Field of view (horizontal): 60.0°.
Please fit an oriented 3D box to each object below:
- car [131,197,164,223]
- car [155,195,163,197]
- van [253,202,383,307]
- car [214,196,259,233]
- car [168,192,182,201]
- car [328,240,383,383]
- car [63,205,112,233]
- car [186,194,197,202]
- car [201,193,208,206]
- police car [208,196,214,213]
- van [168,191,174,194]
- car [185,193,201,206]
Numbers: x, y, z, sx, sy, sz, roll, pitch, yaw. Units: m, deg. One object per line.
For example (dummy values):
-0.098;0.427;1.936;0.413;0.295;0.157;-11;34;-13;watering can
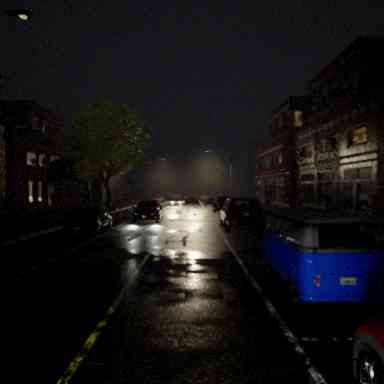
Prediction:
-3.111;1.324;23.767;1.837;1.490;4.892;0;0;0;car
-5.720;1.147;57.454;1.802;1.307;4.206;0;0;0;car
2.682;1.283;7.561;1.690;1.788;3.998;-1;0;0;van
2.676;1.173;18.649;2.192;1.841;5.009;-1;0;0;car
-3.040;1.104;65.300;1.895;1.301;4.718;0;0;0;car
2.685;1.424;2.018;1.967;1.590;4.097;-1;0;0;car
-5.702;1.424;18.647;1.947;1.339;4.313;-1;0;0;car
-0.030;1.079;64.109;1.994;1.385;4.181;0;0;0;car
2.665;1.194;46.370;1.887;1.381;4.507;-1;0;0;car
2.983;1.173;33.340;1.930;1.638;5.238;0;0;0;police car
-5.737;0.652;90.715;1.690;1.788;3.998;0;0;0;van
-0.019;1.117;47.614;1.882;1.535;5.008;0;1;0;car
